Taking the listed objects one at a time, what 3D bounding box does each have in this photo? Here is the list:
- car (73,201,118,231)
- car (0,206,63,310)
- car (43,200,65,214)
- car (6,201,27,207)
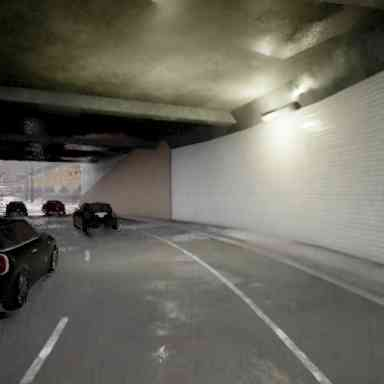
[{"bbox_3d":[-6.287,1.421,21.309,2.097,1.767,4.553,-1,0,-28],"label":"car"},{"bbox_3d":[-4.661,1.400,7.899,2.097,1.767,4.553,-1,0,-11],"label":"car"},{"bbox_3d":[-15.407,1.641,36.973,1.882,1.535,5.008,-1,0,-31],"label":"car"},{"bbox_3d":[-19.239,1.727,36.549,1.812,1.442,4.674,-1,0,-31],"label":"car"}]
